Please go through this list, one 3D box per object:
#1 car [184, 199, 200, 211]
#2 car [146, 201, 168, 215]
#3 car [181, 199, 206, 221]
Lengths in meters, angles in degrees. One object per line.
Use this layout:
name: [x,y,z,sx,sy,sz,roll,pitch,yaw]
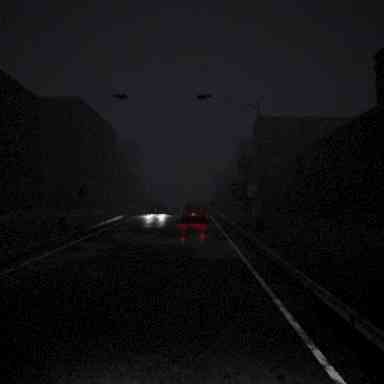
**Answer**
car: [0.012,1.600,43.015,1.994,1.385,4.181,0,0,-1]
car: [-3.554,1.594,34.480,1.994,1.385,4.181,0,0,1]
car: [0.104,1.502,27.041,1.882,1.535,5.008,0,0,0]
